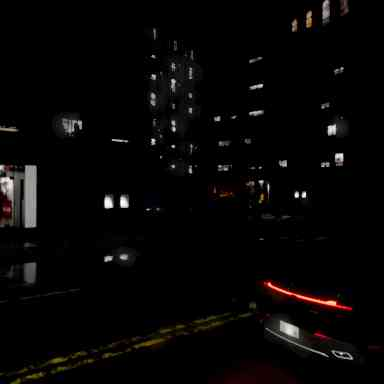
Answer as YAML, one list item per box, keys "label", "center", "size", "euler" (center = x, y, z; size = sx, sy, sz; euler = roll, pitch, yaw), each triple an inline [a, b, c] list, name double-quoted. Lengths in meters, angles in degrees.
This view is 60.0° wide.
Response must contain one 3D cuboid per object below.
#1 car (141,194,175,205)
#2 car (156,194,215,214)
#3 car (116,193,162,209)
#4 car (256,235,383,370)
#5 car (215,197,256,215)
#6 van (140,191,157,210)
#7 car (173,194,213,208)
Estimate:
- label: "car"
  center: [-4.360, 0.960, 42.548]
  size: [4.206, 1.307, 1.802]
  euler: [1, 0, 37]
- label: "car"
  center: [-0.603, 1.137, 29.225]
  size: [4.403, 1.369, 2.008]
  euler: [1, 0, 37]
- label: "car"
  center: [-5.843, 0.911, 36.402]
  size: [4.902, 1.511, 2.128]
  euler: [1, 1, 37]
- label: "car"
  center: [3.237, 1.507, 5.620]
  size: [4.892, 1.490, 1.837]
  euler: [0, 0, -35]
- label: "car"
  center: [3.595, 1.182, 29.293]
  size: [4.674, 1.442, 1.812]
  euler: [1, 1, 37]
- label: "van"
  center: [-5.010, 0.816, 32.551]
  size: [3.998, 1.788, 1.690]
  euler: [1, 0, 37]
- label: "car"
  center: [0.054, 1.040, 39.223]
  size: [4.403, 1.369, 2.008]
  euler: [1, 0, 37]
